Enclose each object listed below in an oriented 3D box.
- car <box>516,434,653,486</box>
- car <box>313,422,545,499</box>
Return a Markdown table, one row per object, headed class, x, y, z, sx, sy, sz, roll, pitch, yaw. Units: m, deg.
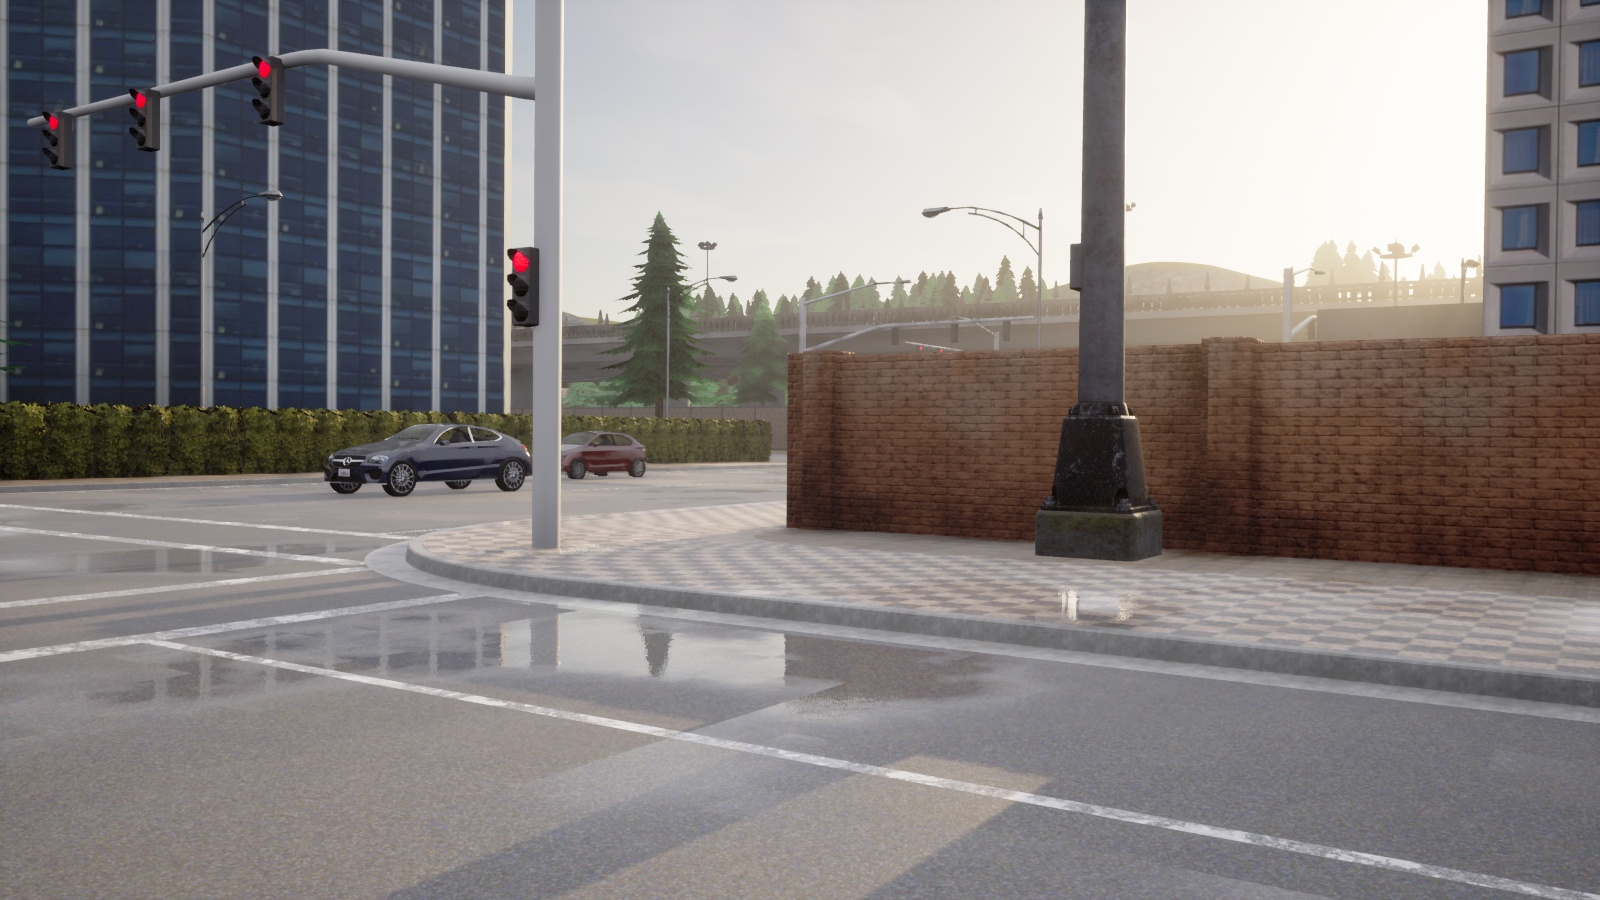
| class | x | y | z | sx | sy | sz | roll | pitch | yaw |
| --- | --- | --- | --- | --- | --- | --- | --- | --- | --- |
| car | -6.631 | 0.273 | 38.980 | 1.816 | 1.474 | 4.193 | 0 | 1 | 33 |
| car | -8.596 | 0.184 | 29.564 | 2.152 | 1.651 | 5.027 | 0 | 1 | 33 |
